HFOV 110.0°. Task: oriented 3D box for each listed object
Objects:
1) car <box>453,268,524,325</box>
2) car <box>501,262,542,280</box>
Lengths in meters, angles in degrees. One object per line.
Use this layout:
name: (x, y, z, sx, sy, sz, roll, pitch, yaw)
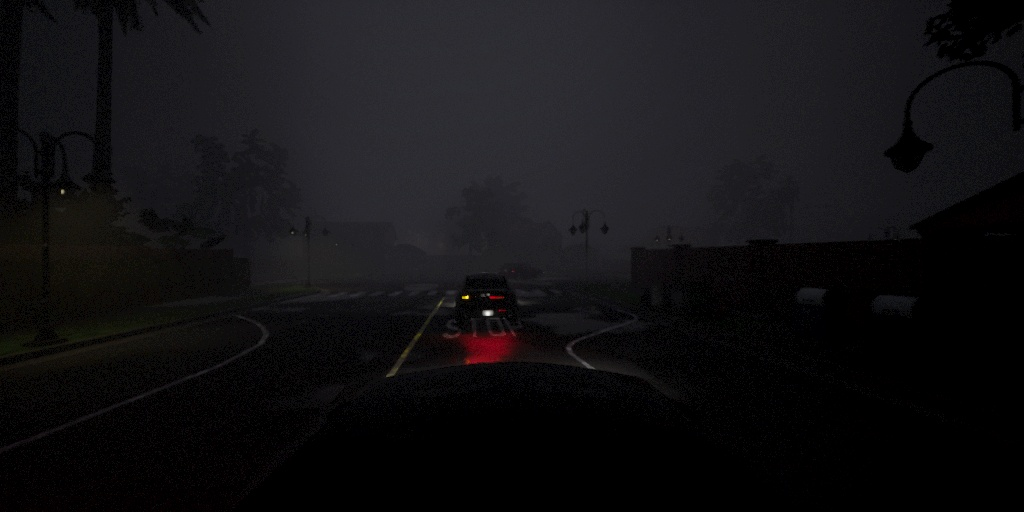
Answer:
car: (-0.929, 1.335, 12.304, 1.837, 1.490, 4.892, 0, 0, -6)
car: (0.848, 1.356, 32.978, 2.097, 1.767, 4.553, 0, -1, 41)
